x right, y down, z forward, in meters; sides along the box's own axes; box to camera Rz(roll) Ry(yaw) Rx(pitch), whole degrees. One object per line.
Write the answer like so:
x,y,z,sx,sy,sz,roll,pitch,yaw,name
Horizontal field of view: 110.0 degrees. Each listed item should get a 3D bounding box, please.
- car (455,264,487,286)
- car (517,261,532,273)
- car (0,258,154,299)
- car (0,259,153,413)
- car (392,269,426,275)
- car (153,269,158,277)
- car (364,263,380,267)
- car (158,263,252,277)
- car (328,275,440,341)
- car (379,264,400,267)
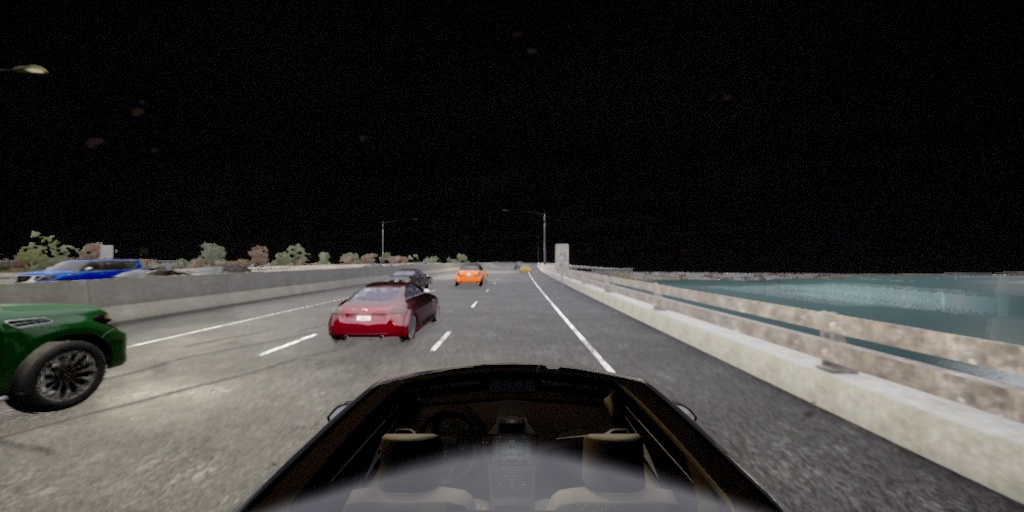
-3.162,1.415,28.679,2.097,1.767,4.553,0,-1,1,car
2.106,1.850,55.567,1.801,1.575,5.366,0,-1,2,car
-24.476,1.188,20.632,2.150,2.045,5.566,0,-1,1,car
-6.912,0.984,2.994,2.150,2.045,5.566,0,-1,0,car
-6.742,1.550,23.666,2.033,1.411,5.357,0,-1,1,car
-20.975,1.470,20.525,1.837,1.490,4.892,0,-1,1,car
-23.498,1.954,60.345,2.128,1.511,4.902,0,-1,3,car
-17.465,1.323,21.187,2.097,1.767,4.553,0,-1,1,car
-3.367,1.410,10.185,1.994,1.385,4.181,0,-1,0,car
-19.998,2.058,60.197,1.895,1.301,4.718,0,-1,3,car
